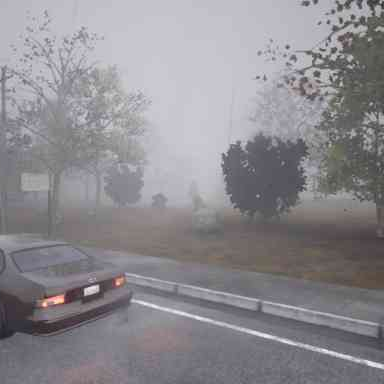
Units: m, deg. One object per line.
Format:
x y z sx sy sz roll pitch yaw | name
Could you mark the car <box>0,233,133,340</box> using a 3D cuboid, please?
-3.579 1.547 6.535 5.357 1.411 2.033 0 0 35 | car
